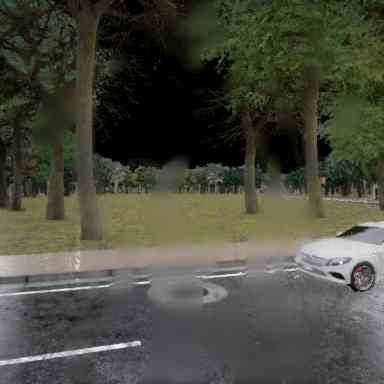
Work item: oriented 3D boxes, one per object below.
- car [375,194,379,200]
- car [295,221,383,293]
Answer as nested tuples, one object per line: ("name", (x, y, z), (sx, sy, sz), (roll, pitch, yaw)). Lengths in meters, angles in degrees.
("car", (45.225, 1.253, 80.036), (1.994, 1.385, 4.181), (0, 0, 5))
("car", (4.986, 1.526, 8.701), (4.674, 1.442, 1.812), (0, 0, -19))
